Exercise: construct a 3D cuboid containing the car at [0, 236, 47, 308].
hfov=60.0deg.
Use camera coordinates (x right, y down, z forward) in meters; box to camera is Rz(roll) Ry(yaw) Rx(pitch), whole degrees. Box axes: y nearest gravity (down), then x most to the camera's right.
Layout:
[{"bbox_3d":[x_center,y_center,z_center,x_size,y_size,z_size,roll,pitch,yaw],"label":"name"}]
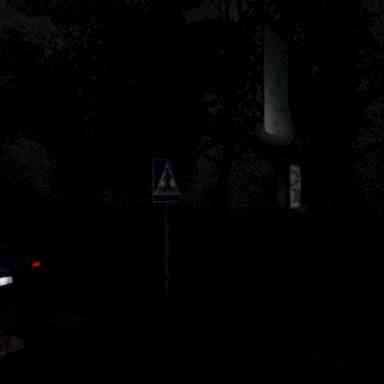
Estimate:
[{"bbox_3d":[-4.888,1.483,6.888,4.181,1.385,1.994,1,0,36],"label":"car"}]
